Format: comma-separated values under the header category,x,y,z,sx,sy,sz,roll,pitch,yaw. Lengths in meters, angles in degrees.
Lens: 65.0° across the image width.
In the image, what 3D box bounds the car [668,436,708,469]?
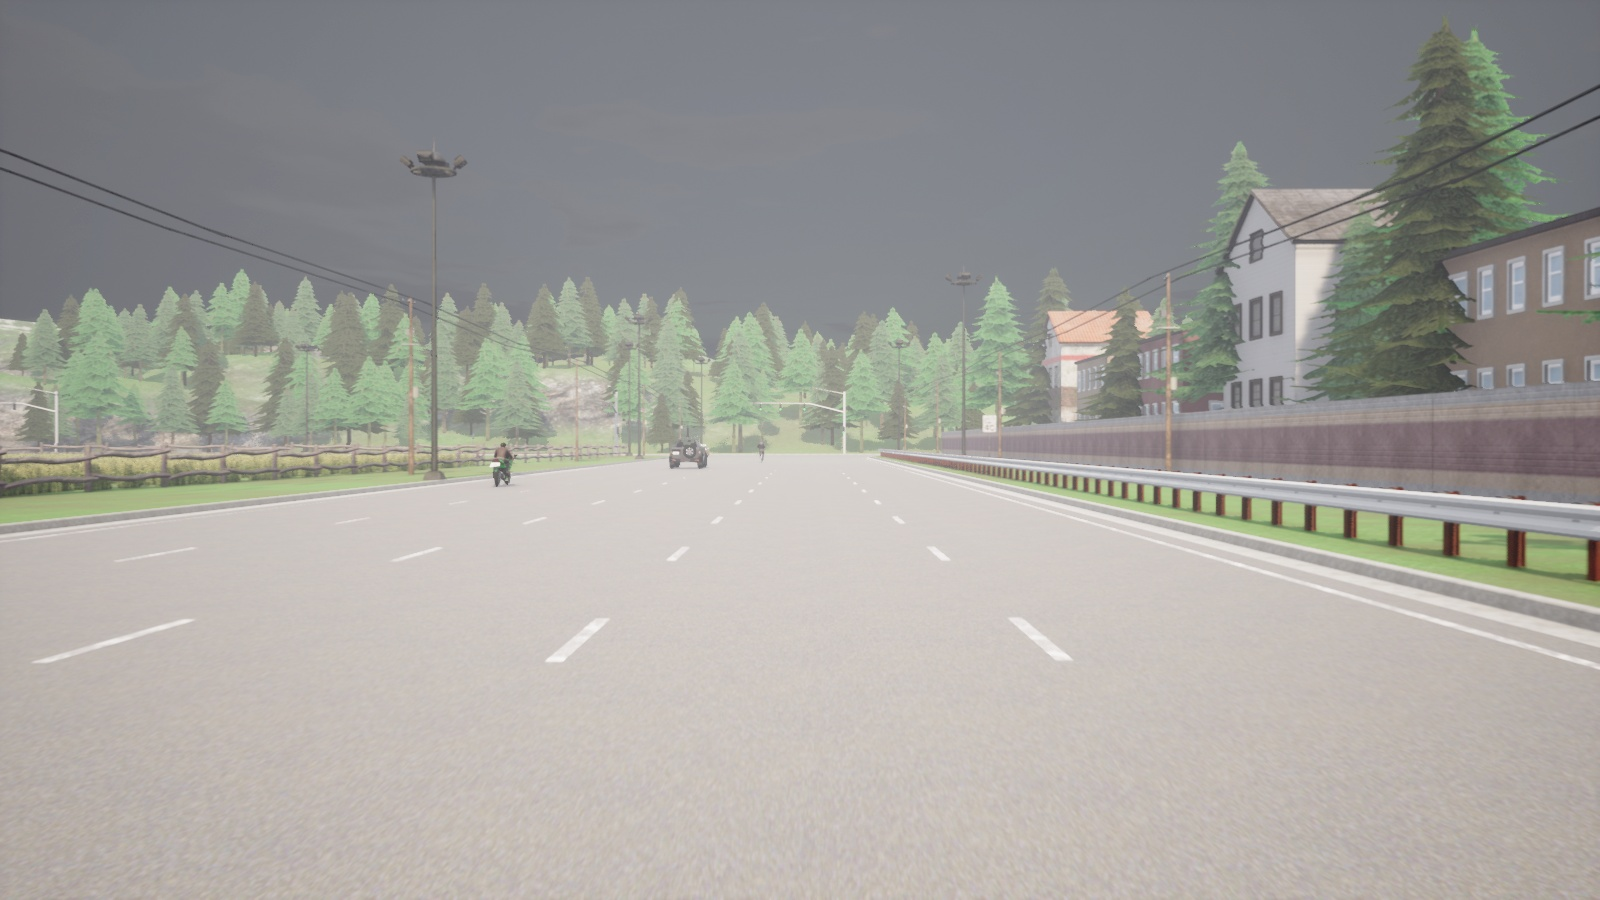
category,x,y,z,sx,sy,sz,roll,pitch,yaw
car,-6.561,0.140,74.206,1.932,1.855,4.605,0,0,0

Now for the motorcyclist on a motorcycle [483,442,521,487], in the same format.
category,x,y,z,sx,sy,sz,roll,pitch,yaw
motorcyclist on a motorcycle,-10.238,0.477,43.212,0.797,1.523,2.044,0,0,0
